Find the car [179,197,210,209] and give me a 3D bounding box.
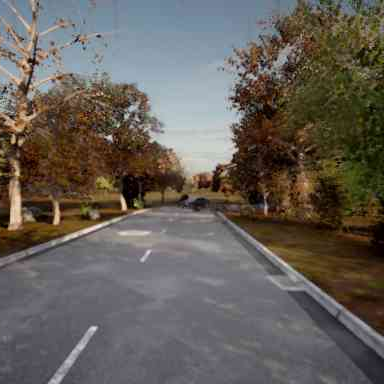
[{"bbox_3d":[0.401,1.449,44.304,1.837,1.490,4.892,0,0,44],"label":"car"}]
